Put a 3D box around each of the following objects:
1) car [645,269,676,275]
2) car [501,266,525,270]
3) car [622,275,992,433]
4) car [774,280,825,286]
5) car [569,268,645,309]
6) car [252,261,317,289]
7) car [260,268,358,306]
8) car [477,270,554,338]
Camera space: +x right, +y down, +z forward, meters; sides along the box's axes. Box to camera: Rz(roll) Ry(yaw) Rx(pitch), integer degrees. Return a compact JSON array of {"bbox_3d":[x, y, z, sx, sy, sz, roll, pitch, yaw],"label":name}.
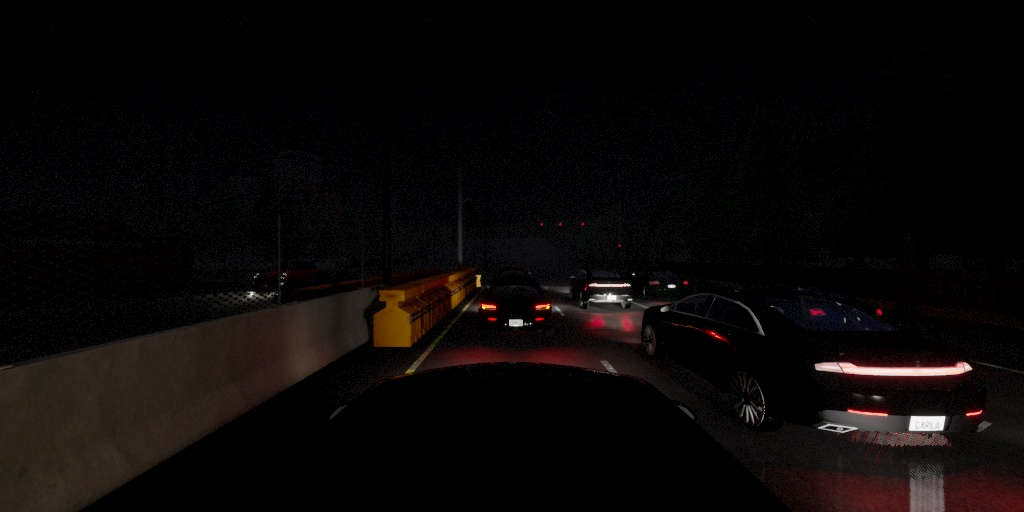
[{"bbox_3d":[7.065,1.314,17.879,1.994,1.385,4.181,0,0,0],"label":"car"},{"bbox_3d":[0.061,1.276,19.102,1.812,1.442,4.674,0,0,0],"label":"car"},{"bbox_3d":[3.596,1.242,5.543,2.128,1.511,4.902,0,0,0],"label":"car"},{"bbox_3d":[7.086,1.314,9.490,1.994,1.385,4.181,0,0,0],"label":"car"},{"bbox_3d":[3.560,1.242,14.972,2.128,1.511,4.902,0,0,2],"label":"car"},{"bbox_3d":[-14.047,1.155,22.672,2.097,1.767,4.553,0,0,0],"label":"car"},{"bbox_3d":[-7.099,1.314,13.713,1.994,1.385,4.181,0,0,0],"label":"car"},{"bbox_3d":[0.078,1.276,10.037,1.812,1.442,4.674,0,0,0],"label":"car"}]
